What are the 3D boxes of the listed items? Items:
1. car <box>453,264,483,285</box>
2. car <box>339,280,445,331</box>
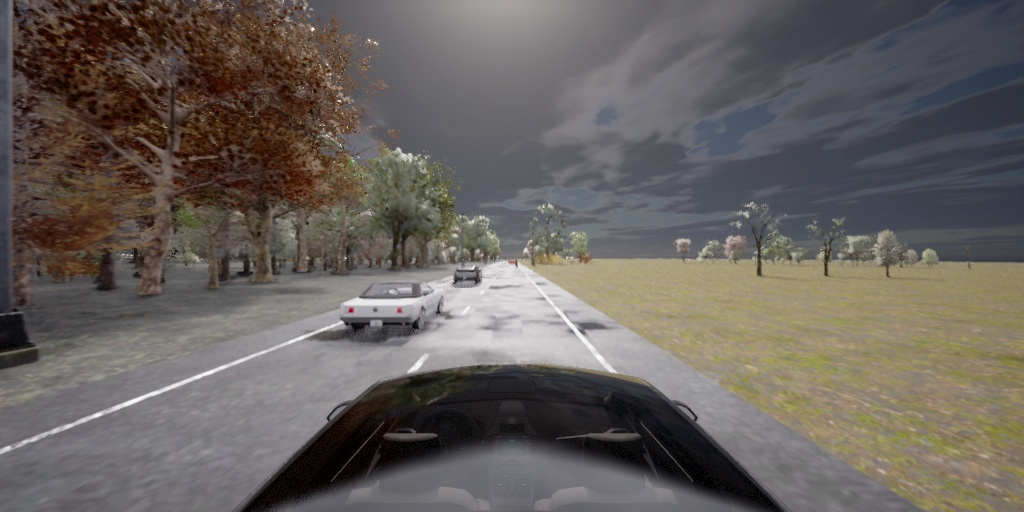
[{"bbox_3d":[-3.398,1.408,28.267,2.128,1.511,4.902,0,0,0],"label":"car"},{"bbox_3d":[-3.401,1.411,11.235,1.895,1.301,4.718,0,0,0],"label":"car"}]
